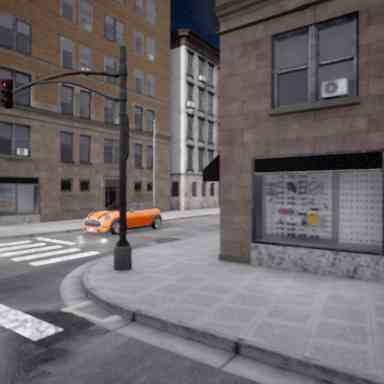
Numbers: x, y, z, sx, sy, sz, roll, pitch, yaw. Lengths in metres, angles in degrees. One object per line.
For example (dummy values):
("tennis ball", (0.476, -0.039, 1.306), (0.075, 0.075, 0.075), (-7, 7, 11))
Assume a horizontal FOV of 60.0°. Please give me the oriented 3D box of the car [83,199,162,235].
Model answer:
("car", (-3.746, 1.288, 18.476), (2.097, 1.767, 4.553), (0, 0, 35))
